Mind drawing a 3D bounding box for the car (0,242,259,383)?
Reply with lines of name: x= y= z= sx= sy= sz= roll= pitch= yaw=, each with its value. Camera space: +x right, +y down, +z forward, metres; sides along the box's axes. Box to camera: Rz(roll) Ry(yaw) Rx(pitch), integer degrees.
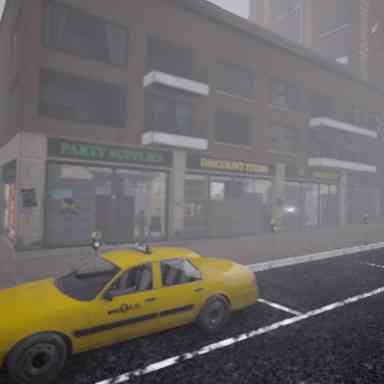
car: x=-1.046 y=1.535 z=5.320 sx=4.829 sy=1.417 sz=1.752 roll=0 pitch=1 yaw=-35
